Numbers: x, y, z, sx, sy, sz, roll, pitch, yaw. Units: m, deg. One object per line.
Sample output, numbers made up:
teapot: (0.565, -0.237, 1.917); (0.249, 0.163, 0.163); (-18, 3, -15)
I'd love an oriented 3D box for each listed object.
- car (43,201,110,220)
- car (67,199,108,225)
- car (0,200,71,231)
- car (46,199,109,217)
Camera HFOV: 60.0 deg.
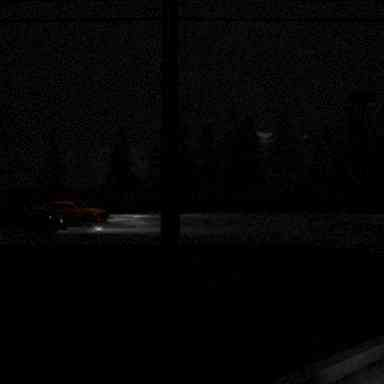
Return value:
car: (-9.010, 1.427, 26.284); (4.674, 1.442, 1.812); (0, 0, -1)
car: (-8.472, 1.392, 22.775); (5.008, 1.535, 1.882); (0, 0, -1)
car: (-10.023, 1.421, 19.259); (4.902, 1.511, 2.128); (0, 0, -1)
car: (-10.130, 1.380, 29.758); (4.902, 1.511, 2.128); (0, 0, -1)
